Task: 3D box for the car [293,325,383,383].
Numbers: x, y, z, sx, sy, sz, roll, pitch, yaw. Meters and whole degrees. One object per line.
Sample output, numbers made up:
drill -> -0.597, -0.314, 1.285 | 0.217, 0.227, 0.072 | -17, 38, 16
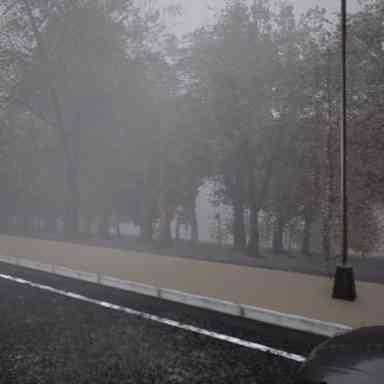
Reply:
car -> 2.955, 1.475, 1.577 | 4.902, 1.511, 2.128 | -1, 0, 35
